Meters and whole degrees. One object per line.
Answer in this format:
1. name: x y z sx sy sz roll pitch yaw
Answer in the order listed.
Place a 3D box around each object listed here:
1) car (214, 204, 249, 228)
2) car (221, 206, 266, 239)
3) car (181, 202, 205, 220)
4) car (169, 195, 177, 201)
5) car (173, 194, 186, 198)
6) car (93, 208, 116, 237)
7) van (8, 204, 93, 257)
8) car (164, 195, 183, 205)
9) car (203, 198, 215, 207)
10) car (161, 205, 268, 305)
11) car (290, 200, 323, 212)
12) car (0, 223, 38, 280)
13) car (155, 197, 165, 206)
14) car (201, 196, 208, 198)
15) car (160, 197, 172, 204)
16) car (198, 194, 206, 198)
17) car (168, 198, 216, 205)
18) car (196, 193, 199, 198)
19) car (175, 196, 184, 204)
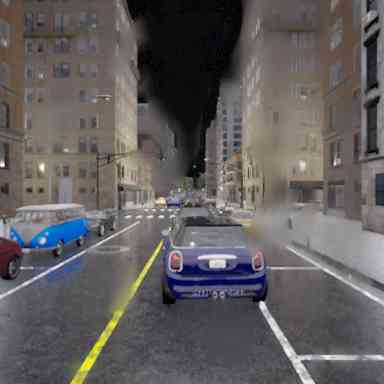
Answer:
1. car: 2.696 1.607 23.589 2.008 1.369 4.403 0 0 0
2. car: 2.688 1.569 18.353 1.752 1.417 4.829 0 0 0
3. car: 0.133 1.636 30.060 1.994 1.385 4.181 0 0 1
4. car: -5.167 1.647 90.252 1.967 1.590 4.097 0 0 0
5. car: -2.674 1.364 60.331 2.150 2.045 5.566 0 0 1
6. car: -5.346 1.594 18.202 2.008 1.369 4.403 0 0 0
7. van: -5.361 1.371 12.796 1.690 1.788 3.998 0 0 0
8. car: -2.719 1.598 50.342 1.882 1.535 5.008 0 0 0
9. car: 2.774 1.715 56.146 1.802 1.307 4.206 0 0 0
10. car: 0.302 1.372 8.357 2.097 1.767 4.553 0 0 -5
11. car: 13.685 1.608 38.201 4.718 1.301 1.895 0 0 0
12. car: -5.376 1.599 7.389 1.802 1.307 4.206 0 0 0
13. car: -5.251 1.658 55.995 1.752 1.417 4.829 0 0 0
14. car: 2.760 1.671 50.465 2.008 1.369 4.403 0 0 0
15. car: -5.223 1.724 67.527 1.947 1.339 4.313 0 0 0
16. car: 2.816 1.611 73.192 1.967 1.590 4.097 0 0 0
17. car: 0.125 1.392 16.799 2.097 1.767 4.553 0 0 0
18. car: 2.844 1.510 84.556 2.192 1.841 5.009 0 0 0
19. car: -2.578 1.689 70.436 1.812 1.442 4.674 0 0 0
